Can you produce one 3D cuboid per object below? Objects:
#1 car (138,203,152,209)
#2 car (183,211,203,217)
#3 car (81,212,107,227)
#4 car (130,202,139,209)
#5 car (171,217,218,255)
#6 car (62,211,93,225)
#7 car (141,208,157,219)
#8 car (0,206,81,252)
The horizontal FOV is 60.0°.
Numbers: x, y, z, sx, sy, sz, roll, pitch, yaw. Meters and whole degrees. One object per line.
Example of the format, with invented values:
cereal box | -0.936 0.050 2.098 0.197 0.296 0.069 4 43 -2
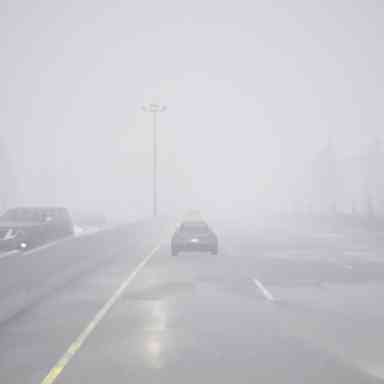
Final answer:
car | -10.478 3.700 76.953 1.882 1.535 5.008 0 2 0
car | 0.110 2.739 34.850 2.097 1.767 4.553 0 -3 0
car | -10.566 2.917 35.935 1.882 1.535 5.008 0 -3 0
car | -13.977 3.238 81.561 2.128 1.511 4.902 0 3 0
car | 0.105 2.019 15.434 1.994 1.385 4.181 0 -3 0
car | -14.059 3.177 41.067 2.128 1.511 4.902 0 -3 0
car | -7.024 3.906 56.106 1.812 1.442 4.674 0 -2 1
car | -7.090 1.650 14.758 2.150 2.045 5.566 0 -3 0
